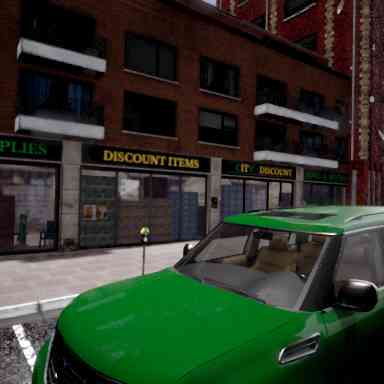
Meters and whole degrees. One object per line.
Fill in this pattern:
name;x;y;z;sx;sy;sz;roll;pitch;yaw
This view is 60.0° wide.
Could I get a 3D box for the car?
car;1.258;1.224;3.840;5.566;2.045;2.150;0;0;-35
